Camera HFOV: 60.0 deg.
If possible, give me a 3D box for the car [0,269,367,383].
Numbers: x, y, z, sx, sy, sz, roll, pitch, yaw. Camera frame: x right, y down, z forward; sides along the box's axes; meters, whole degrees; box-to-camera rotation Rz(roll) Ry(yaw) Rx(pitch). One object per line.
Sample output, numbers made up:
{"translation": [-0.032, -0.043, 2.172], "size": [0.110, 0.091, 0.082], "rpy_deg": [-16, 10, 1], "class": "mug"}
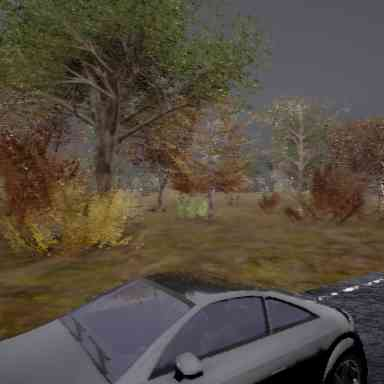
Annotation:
{"translation": [-0.194, 1.555, 3.184], "size": [4.181, 1.385, 1.994], "rpy_deg": [0, 0, -35], "class": "car"}
